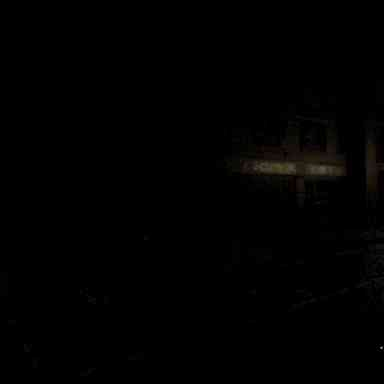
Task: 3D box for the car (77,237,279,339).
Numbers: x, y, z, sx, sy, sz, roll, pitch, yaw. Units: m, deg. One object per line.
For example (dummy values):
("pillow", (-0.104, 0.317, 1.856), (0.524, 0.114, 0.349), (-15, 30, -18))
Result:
("car", (-0.052, 1.597, 6.525), (4.206, 1.307, 1.802), (0, -1, -36))
